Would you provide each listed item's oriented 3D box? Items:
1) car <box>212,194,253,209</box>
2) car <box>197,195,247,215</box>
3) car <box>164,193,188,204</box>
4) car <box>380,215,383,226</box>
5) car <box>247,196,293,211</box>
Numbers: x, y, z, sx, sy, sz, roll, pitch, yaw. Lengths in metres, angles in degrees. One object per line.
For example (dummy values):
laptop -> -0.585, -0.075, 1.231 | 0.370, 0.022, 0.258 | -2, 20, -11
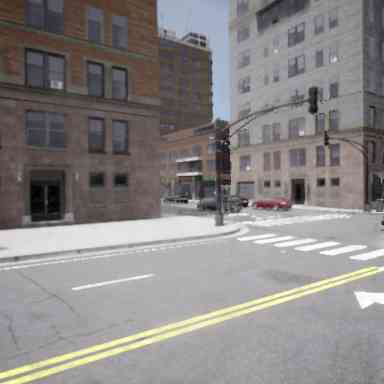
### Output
car -> 4.281, 0.983, 35.897 | 1.947, 1.339, 4.313 | 0, 1, -35
car -> 2.286, 1.107, 28.904 | 1.812, 1.442, 4.674 | -1, 2, -35
car -> -2.162, 0.848, 44.972 | 1.947, 1.339, 4.313 | 0, 1, -35
car -> 11.885, 1.321, 15.518 | 2.033, 1.411, 5.357 | -1, 1, -36
car -> 7.503, 1.065, 31.361 | 1.802, 1.307, 4.206 | 0, 1, -35
